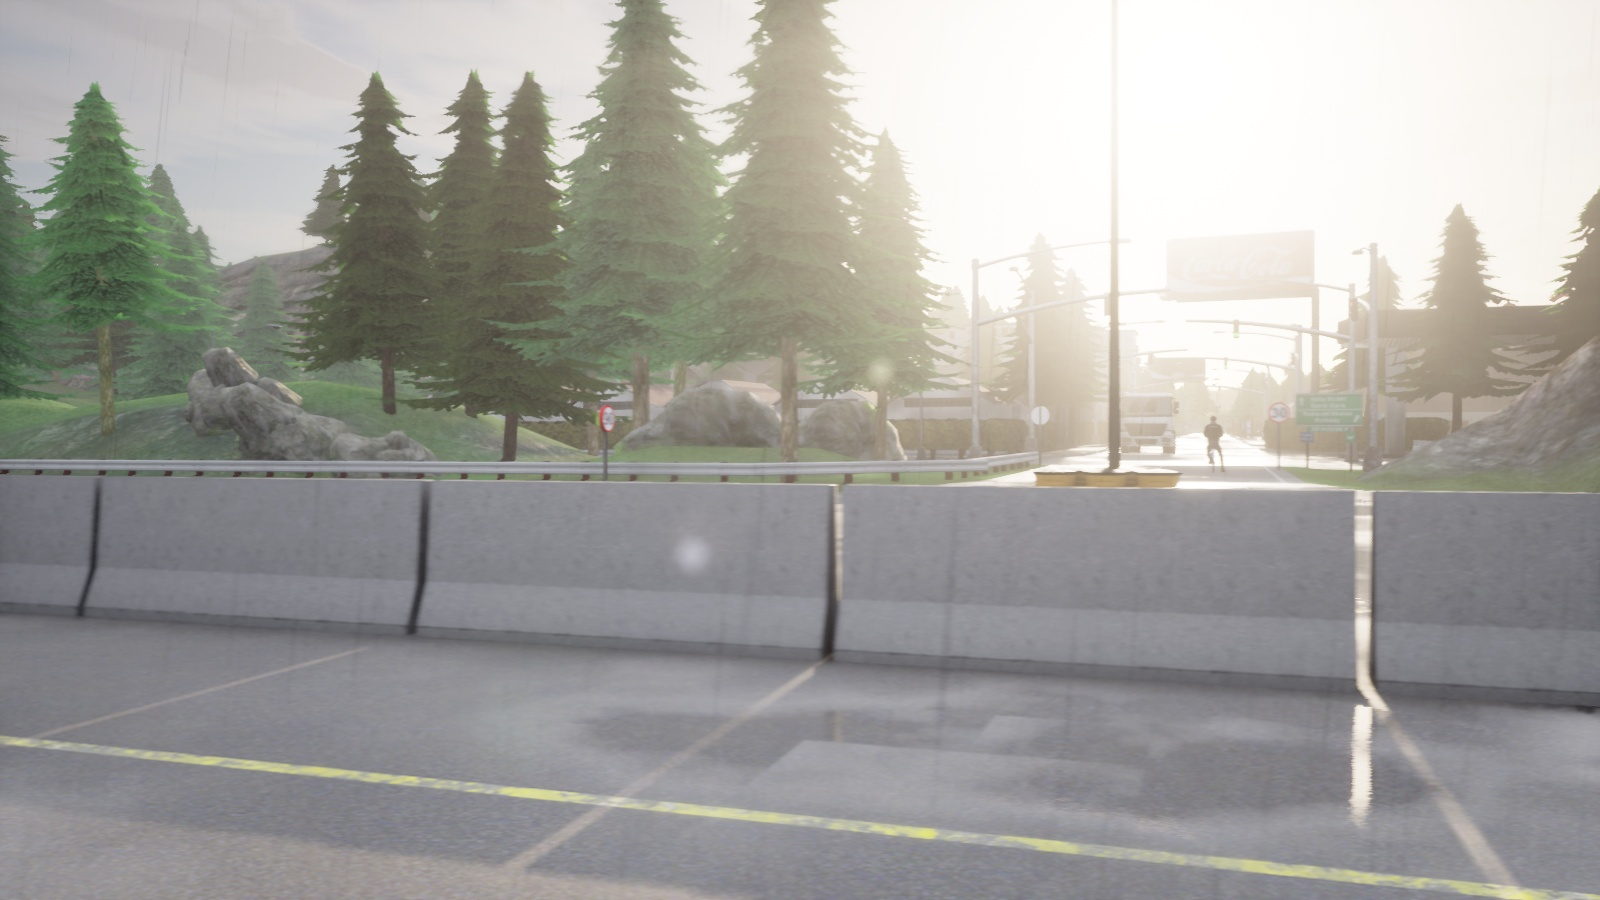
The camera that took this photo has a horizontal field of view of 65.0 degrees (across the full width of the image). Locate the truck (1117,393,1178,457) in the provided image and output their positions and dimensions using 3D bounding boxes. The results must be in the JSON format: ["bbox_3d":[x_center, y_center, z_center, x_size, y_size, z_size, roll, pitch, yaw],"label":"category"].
[{"bbox_3d":[19.995,-1.412,72.002,2.891,3.462,7.936,1,1,18],"label":"truck"}]
